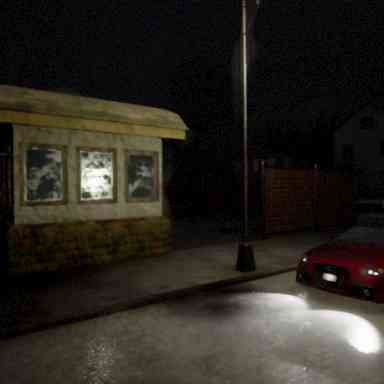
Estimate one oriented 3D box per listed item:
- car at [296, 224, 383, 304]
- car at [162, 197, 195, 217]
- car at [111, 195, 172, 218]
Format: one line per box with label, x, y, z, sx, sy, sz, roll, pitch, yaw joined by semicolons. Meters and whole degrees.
car;4.316;1.459;7.652;4.181;1.385;1.994;-1;1;-35
car;-1.779;1.235;25.877;4.193;1.474;1.816;-1;1;-36
car;-4.223;1.176;28.028;4.611;1.667;2.242;-1;1;-36
